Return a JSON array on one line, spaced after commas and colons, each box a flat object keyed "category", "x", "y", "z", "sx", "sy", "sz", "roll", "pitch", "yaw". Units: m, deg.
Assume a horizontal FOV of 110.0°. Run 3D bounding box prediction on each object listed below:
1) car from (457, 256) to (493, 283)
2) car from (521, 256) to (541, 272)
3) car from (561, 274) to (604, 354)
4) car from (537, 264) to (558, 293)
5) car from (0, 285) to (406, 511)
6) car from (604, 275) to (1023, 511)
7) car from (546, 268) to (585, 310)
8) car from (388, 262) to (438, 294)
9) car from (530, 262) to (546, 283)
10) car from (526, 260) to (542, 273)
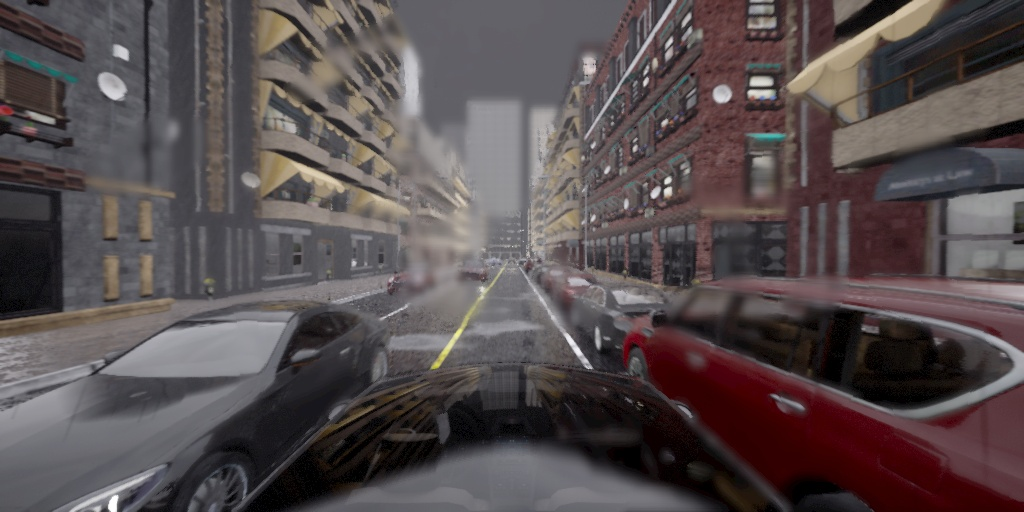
[{"category": "car", "x": -2.859, "y": 1.076, "z": 27.202, "sx": 2.097, "sy": 1.767, "sz": 4.553, "roll": 0, "pitch": 0, "yaw": 0}, {"category": "car", "x": 2.542, "y": 1.023, "z": 41.875, "sx": 2.192, "sy": 1.841, "sz": 5.009, "roll": 0, "pitch": 0, "yaw": 0}, {"category": "car", "x": 2.560, "y": 1.294, "z": 8.581, "sx": 2.007, "sy": 1.370, "sz": 4.403, "roll": 0, "pitch": 0, "yaw": 0}, {"category": "car", "x": 2.554, "y": 1.314, "z": 19.679, "sx": 1.802, "sy": 1.307, "sz": 4.207, "roll": 0, "pitch": 0, "yaw": 0}, {"category": "car", "x": -2.809, "y": 1.274, "z": 3.898, "sx": 1.812, "sy": 1.442, "sz": 4.674, "roll": 0, "pitch": 0, "yaw": 0}, {"category": "car", "x": 2.563, "y": 1.064, "z": 3.032, "sx": 2.192, "sy": 1.841, "sz": 5.009, "roll": 0, "pitch": 0, "yaw": 0}, {"category": "car", "x": 2.557, "y": 1.320, "z": 14.130, "sx": 1.802, "sy": 1.307, "sz": 4.207, "roll": 0, "pitch": 0, "yaw": 0}, {"category": "car", "x": -5.326, "y": 1.172, "z": 19.654, "sx": 1.967, "sy": 1.591, "sz": 4.097, "roll": 0, "pitch": 0, "yaw": 0}, {"category": "car", "x": 2.551, "y": 1.292, "z": 25.228, "sx": 1.948, "sy": 1.339, "sz": 4.313, "roll": 0, "pitch": 0, "yaw": 0}, {"category": "car", "x": 2.548, "y": 1.271, "z": 30.777, "sx": 2.007, "sy": 1.370, "sz": 4.403, "roll": 0, "pitch": 0, "yaw": 0}]
